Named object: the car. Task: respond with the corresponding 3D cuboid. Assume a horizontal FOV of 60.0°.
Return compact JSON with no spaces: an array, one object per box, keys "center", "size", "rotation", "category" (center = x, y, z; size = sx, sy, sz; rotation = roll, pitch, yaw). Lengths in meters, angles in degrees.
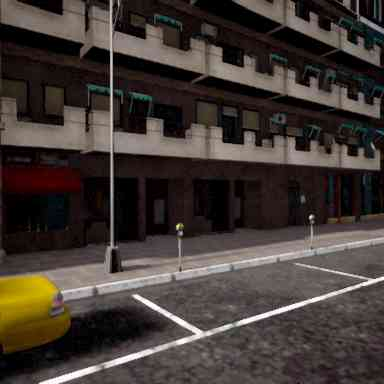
[{"center":[-3.970,1.522,3.733],"size":[4.829,1.417,1.752],"rotation":[0,0,-35],"category":"car"}]
